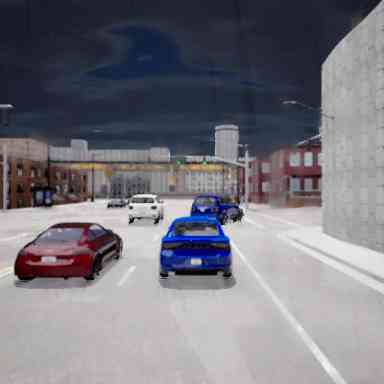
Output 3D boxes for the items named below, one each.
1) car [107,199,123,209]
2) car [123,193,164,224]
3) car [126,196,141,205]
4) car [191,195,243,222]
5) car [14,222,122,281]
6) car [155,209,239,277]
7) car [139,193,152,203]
[{"bbox_3d":[-10.589,1.617,46.856,1.994,1.385,4.181,0,0,0],"label":"car"},{"bbox_3d":[-3.402,1.249,25.323,2.150,2.045,5.566,0,0,0],"label":"car"},{"bbox_3d":[-10.553,1.573,60.002,1.837,1.490,4.892,0,0,1],"label":"car"},{"bbox_3d":[1.834,1.251,23.757,2.150,2.045,5.566,-1,0,25],"label":"car"},{"bbox_3d":[-3.402,1.575,9.903,1.994,1.385,4.181,0,0,0],"label":"car"},{"bbox_3d":[0.096,1.489,10.234,1.882,1.535,5.008,0,0,0],"label":"car"},{"bbox_3d":[-10.512,1.296,75.185,2.150,2.045,5.566,0,0,0],"label":"car"}]
